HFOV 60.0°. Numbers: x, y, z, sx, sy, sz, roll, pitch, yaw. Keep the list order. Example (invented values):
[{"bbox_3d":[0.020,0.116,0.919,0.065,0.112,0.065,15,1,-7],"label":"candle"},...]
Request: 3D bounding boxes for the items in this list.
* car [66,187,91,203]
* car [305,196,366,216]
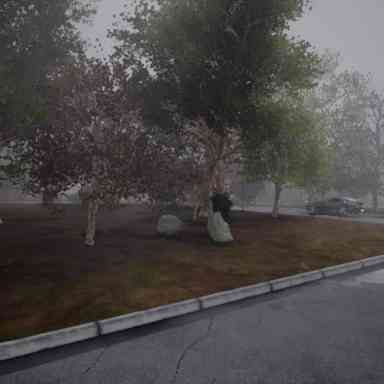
[{"bbox_3d":[-12.933,0.379,41.822,5.566,2.045,2.150,0,0,-21],"label":"car"},{"bbox_3d":[11.896,1.144,27.910,1.837,1.490,4.892,2,0,-35],"label":"car"}]
